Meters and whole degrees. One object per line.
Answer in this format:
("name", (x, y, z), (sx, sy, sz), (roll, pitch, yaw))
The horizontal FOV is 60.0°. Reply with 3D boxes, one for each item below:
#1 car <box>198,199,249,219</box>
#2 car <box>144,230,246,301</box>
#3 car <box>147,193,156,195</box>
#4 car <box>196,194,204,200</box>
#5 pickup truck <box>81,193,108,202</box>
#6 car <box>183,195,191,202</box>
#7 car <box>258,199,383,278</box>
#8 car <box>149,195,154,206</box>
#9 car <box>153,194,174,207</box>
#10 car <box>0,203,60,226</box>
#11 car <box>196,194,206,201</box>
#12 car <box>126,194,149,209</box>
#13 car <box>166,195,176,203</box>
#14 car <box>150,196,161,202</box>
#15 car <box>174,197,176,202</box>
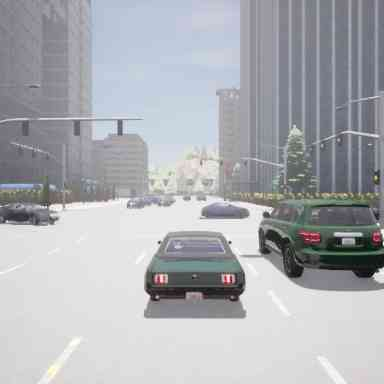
("car", (2.763, 1.564, 28.267), (4.181, 1.385, 1.994), (0, 0, 0))
("car", (0.065, 1.601, 8.255), (1.895, 1.301, 4.718), (0, 0, 0))
("car", (-8.036, 1.221, 64.937), (2.150, 2.045, 5.566), (0, 0, 0))
("car", (2.138, 1.386, 89.002), (1.882, 1.535, 5.008), (0, 0, -1))
("pickup truck", (-21.247, 1.059, 73.288), (2.390, 2.098, 6.274), (0, 0, 30))
("car", (-1.201, 1.500, 78.449), (1.837, 1.490, 4.892), (0, 0, -1))
("car", (3.575, 1.221, 10.288), (2.150, 2.045, 5.566), (0, 0, 0))
("car", (-7.938, 1.564, 55.455), (1.994, 1.385, 4.181), (0, 0, -1))
("car", (-4.393, 1.491, 52.207), (2.128, 1.511, 4.902), (0, 0, -1))
("car", (-11.500, 1.493, 23.224), (4.902, 1.511, 2.128), (0, 0, 21))
("car", (2.295, 1.348, 78.721), (2.097, 1.767, 4.553), (0, 0, -1))
("car", (-7.869, 1.491, 46.544), (2.128, 1.511, 4.902), (0, 0, 1))
("car", (-4.616, 1.478, 72.771), (1.882, 1.535, 5.008), (0, 0, -1))
("car", (-8.149, 1.552, 74.920), (1.994, 1.385, 4.181), (0, 0, -1))
("car", (-4.518, 1.491, 62.462), (2.128, 1.511, 4.902), (0, 0, 0))
